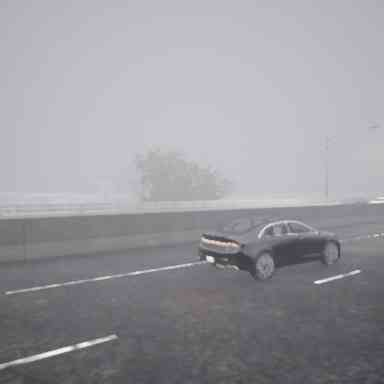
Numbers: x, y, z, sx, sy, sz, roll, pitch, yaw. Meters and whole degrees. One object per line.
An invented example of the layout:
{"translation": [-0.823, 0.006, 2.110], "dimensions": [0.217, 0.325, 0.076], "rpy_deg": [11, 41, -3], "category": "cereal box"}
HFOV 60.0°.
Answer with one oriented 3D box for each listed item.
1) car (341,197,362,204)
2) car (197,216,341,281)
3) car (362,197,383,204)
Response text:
{"translation": [22.466, 1.425, 45.743], "dimensions": [4.892, 1.490, 1.837], "rpy_deg": [1, 0, -35], "category": "car"}
{"translation": [2.450, 1.482, 9.835], "dimensions": [4.902, 1.511, 2.128], "rpy_deg": [0, 0, -35], "category": "car"}
{"translation": [24.265, 1.444, 42.734], "dimensions": [4.674, 1.442, 1.812], "rpy_deg": [0, 0, -35], "category": "car"}
